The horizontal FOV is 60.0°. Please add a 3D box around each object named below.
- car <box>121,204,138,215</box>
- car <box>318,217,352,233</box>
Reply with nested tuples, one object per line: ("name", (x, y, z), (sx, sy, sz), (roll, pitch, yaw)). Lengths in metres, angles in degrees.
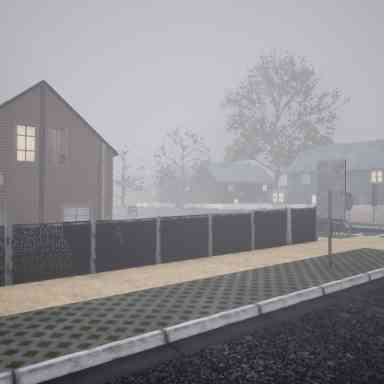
("car", (-8.103, 2.447, 44.075), (1.837, 1.490, 4.892), (1, 0, -35))
("car", (7.855, 1.799, 21.500), (1.812, 1.442, 4.674), (1, -2, -35))
